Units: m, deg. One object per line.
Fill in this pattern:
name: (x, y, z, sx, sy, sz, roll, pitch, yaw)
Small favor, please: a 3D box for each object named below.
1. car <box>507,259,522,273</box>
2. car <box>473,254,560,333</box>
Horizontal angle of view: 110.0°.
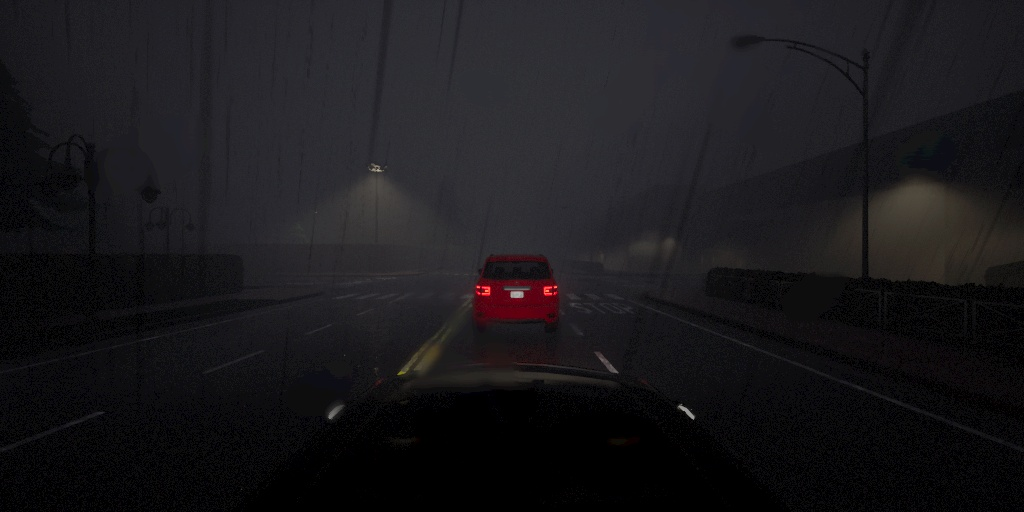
car: (0.348, 1.228, 45.531, 1.882, 1.535, 5.008, 0, 0, 1)
car: (0.120, 0.971, 10.841, 2.150, 2.045, 5.566, 0, 0, 0)
